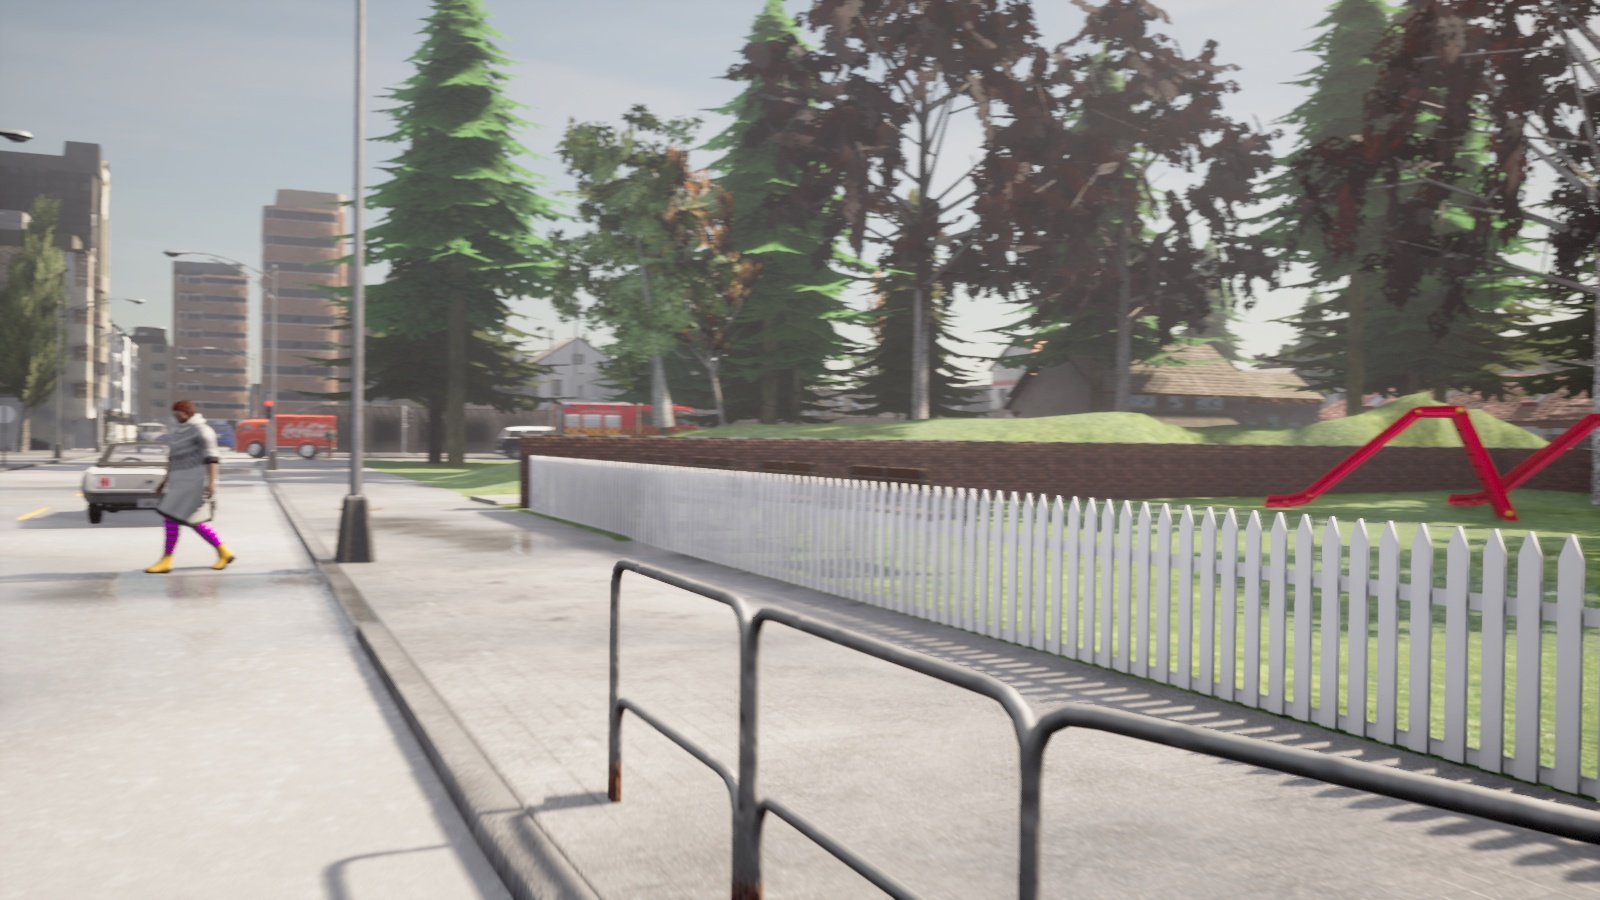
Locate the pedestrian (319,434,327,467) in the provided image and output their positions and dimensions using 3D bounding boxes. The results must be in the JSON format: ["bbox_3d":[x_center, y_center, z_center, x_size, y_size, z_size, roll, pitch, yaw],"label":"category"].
[{"bbox_3d":[-26.367,0.016,69.381,0.353,1.847,0.614,-1,1,-24],"label":"pedestrian"}]

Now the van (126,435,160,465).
[{"bbox_3d":[-43.995,-0.019,84.106,1.775,1.987,4.442,-1,1,-25],"label":"van"}]

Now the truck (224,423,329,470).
[{"bbox_3d":[-29.330,-0.221,70.556,5.204,2.467,2.627,-1,2,-18],"label":"truck"}]

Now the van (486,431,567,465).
[{"bbox_3d":[-16.730,-0.125,76.765,4.480,2.038,2.069,-1,1,-24],"label":"van"}]

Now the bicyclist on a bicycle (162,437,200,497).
[{"bbox_3d":[-17.170,0.455,34.861,0.866,1.612,1.509,-1,1,-24],"label":"bicyclist on a bicycle"}]

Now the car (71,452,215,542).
[{"bbox_3d":[-11.045,0.704,21.380,1.895,1.301,4.718,-1,1,-24],"label":"car"}]

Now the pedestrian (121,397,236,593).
[{"bbox_3d":[-6.448,0.445,13.039,0.659,1.952,0.873,0,1,44],"label":"pedestrian"}]

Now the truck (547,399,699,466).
[{"bbox_3d":[-10.567,-1.031,75.165,8.468,3.827,2.891,-1,1,-24],"label":"truck"}]
